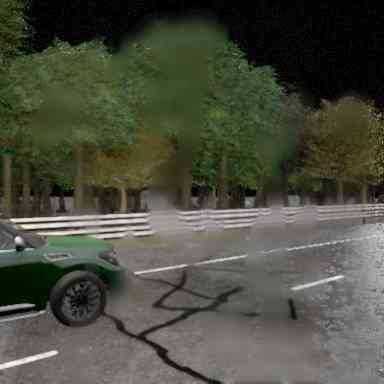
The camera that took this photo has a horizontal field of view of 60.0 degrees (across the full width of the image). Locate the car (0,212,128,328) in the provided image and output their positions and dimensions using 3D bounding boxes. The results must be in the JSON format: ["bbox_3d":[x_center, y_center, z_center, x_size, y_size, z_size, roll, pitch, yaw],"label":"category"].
[{"bbox_3d":[-3.855,1.222,5.315,5.566,2.045,2.150,0,0,-36],"label":"car"}]
